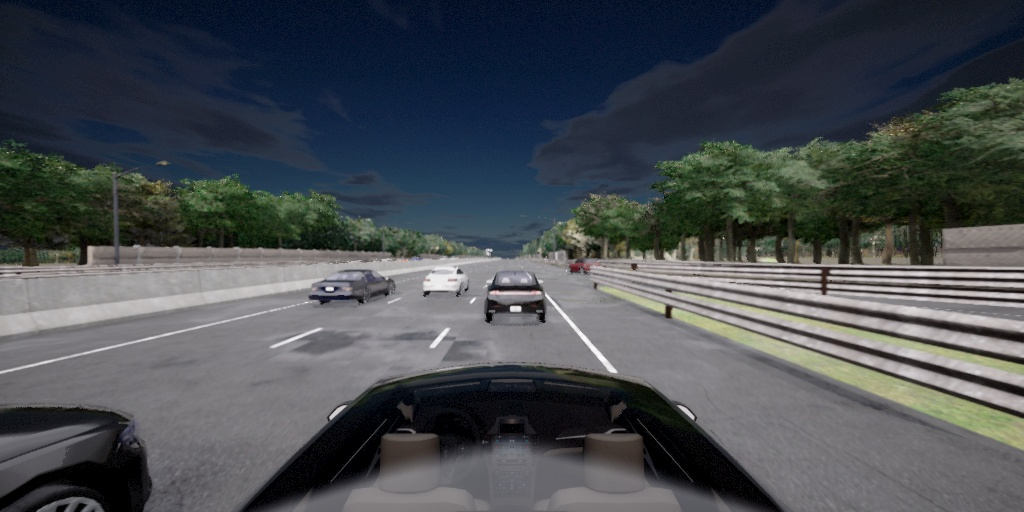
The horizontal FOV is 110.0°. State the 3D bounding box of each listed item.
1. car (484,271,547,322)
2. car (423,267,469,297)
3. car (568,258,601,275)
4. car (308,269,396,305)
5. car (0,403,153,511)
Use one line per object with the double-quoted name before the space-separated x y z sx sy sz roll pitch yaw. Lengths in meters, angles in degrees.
"car" 0.103 1.237 12.268 2.128 1.511 4.902 0 0 0
"car" -3.396 1.272 18.892 1.812 1.442 4.674 0 0 0
"car" 7.591 1.018 38.021 2.097 1.767 4.553 -2 0 -15
"car" -6.896 1.293 16.079 2.033 1.411 5.357 0 0 0
"car" -3.399 1.242 0.428 2.128 1.511 4.902 0 0 0
